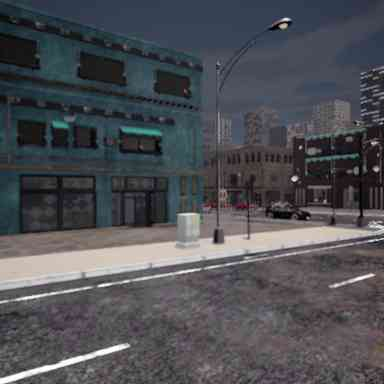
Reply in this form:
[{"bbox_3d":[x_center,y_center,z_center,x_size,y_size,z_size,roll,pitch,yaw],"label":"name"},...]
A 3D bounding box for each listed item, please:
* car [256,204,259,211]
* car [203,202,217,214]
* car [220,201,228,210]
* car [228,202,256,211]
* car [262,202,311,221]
[{"bbox_3d":[10.761,1.891,42.053,2.008,1.369,4.403,-1,0,-36],"label":"car"},{"bbox_3d":[0.723,1.907,41.689,1.967,1.590,4.097,-1,0,-36],"label":"car"},{"bbox_3d":[4.331,2.048,51.064,1.802,1.307,4.206,-1,0,-36],"label":"car"},{"bbox_3d":[7.546,1.986,46.559,1.802,1.307,4.206,-1,0,-36],"label":"car"},{"bbox_3d":[8.688,1.875,30.323,1.947,1.339,4.313,-1,0,-36],"label":"car"}]
